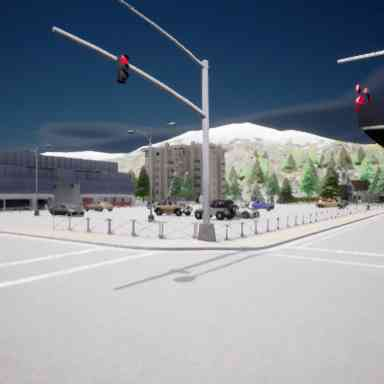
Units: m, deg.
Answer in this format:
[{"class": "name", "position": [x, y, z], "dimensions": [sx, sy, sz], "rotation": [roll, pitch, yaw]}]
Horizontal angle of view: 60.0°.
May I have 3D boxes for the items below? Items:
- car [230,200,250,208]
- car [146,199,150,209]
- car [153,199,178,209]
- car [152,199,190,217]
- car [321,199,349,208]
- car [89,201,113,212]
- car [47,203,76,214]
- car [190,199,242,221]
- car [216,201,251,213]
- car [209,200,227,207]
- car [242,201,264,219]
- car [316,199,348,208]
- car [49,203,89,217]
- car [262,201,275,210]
[{"class": "car", "position": [10.272, 2.552, 71.498], "dimensions": [3.806, 1.475, 1.970], "rotation": [-1, -1, 37]}, {"class": "car", "position": [-6.542, 2.221, 60.966], "dimensions": [3.866, 1.878, 1.905], "rotation": [-1, -1, 37]}, {"class": "car", "position": [-5.131, 2.273, 63.539], "dimensions": [4.605, 1.855, 1.932], "rotation": [-1, -1, 37]}, {"class": "car", "position": [-2.173, 1.789, 37.797], "dimensions": [4.605, 1.855, 1.932], "rotation": [-1, -1, 37]}, {"class": "car", "position": [26.964, 2.190, 62.742], "dimensions": [4.514, 1.523, 2.007], "rotation": [-1, -1, 37]}, {"class": "car", "position": [-14.208, 2.190, 50.722], "dimensions": [5.027, 1.636, 2.152], "rotation": [-1, -1, 37]}, {"class": "car", "position": [-17.793, 2.209, 45.390], "dimensions": [3.806, 1.475, 1.970], "rotation": [-1, -1, 37]}, {"class": "car", "position": [2.156, 1.597, 30.454], "dimensions": [3.866, 1.878, 1.905], "rotation": [-1, -1, 37]}, {"class": "car", "position": [5.863, 2.081, 47.340], "dimensions": [4.514, 1.523, 2.007], "rotation": [-1, -1, 37]}, {"class": "car", "position": [6.117, 2.702, 78.329], "dimensions": [3.633, 1.501, 1.845], "rotation": [-1, -1, 37]}, {"class": "car", "position": [4.640, 1.897, 32.744], "dimensions": [3.806, 1.475, 1.970], "rotation": [-1, -1, 37]}, {"class": "car", "position": [25.126, 2.154, 60.200], "dimensions": [5.027, 1.636, 2.152], "rotation": [-1, -1, 37]}, {"class": "car", "position": [-14.345, 2.115, 38.234], "dimensions": [4.514, 1.523, 2.007], "rotation": [-1, -1, 37]}, {"class": "car", "position": [11.884, 2.185, 55.314], "dimensions": [3.633, 1.501, 1.845], "rotation": [-1, -1, 37]}]
